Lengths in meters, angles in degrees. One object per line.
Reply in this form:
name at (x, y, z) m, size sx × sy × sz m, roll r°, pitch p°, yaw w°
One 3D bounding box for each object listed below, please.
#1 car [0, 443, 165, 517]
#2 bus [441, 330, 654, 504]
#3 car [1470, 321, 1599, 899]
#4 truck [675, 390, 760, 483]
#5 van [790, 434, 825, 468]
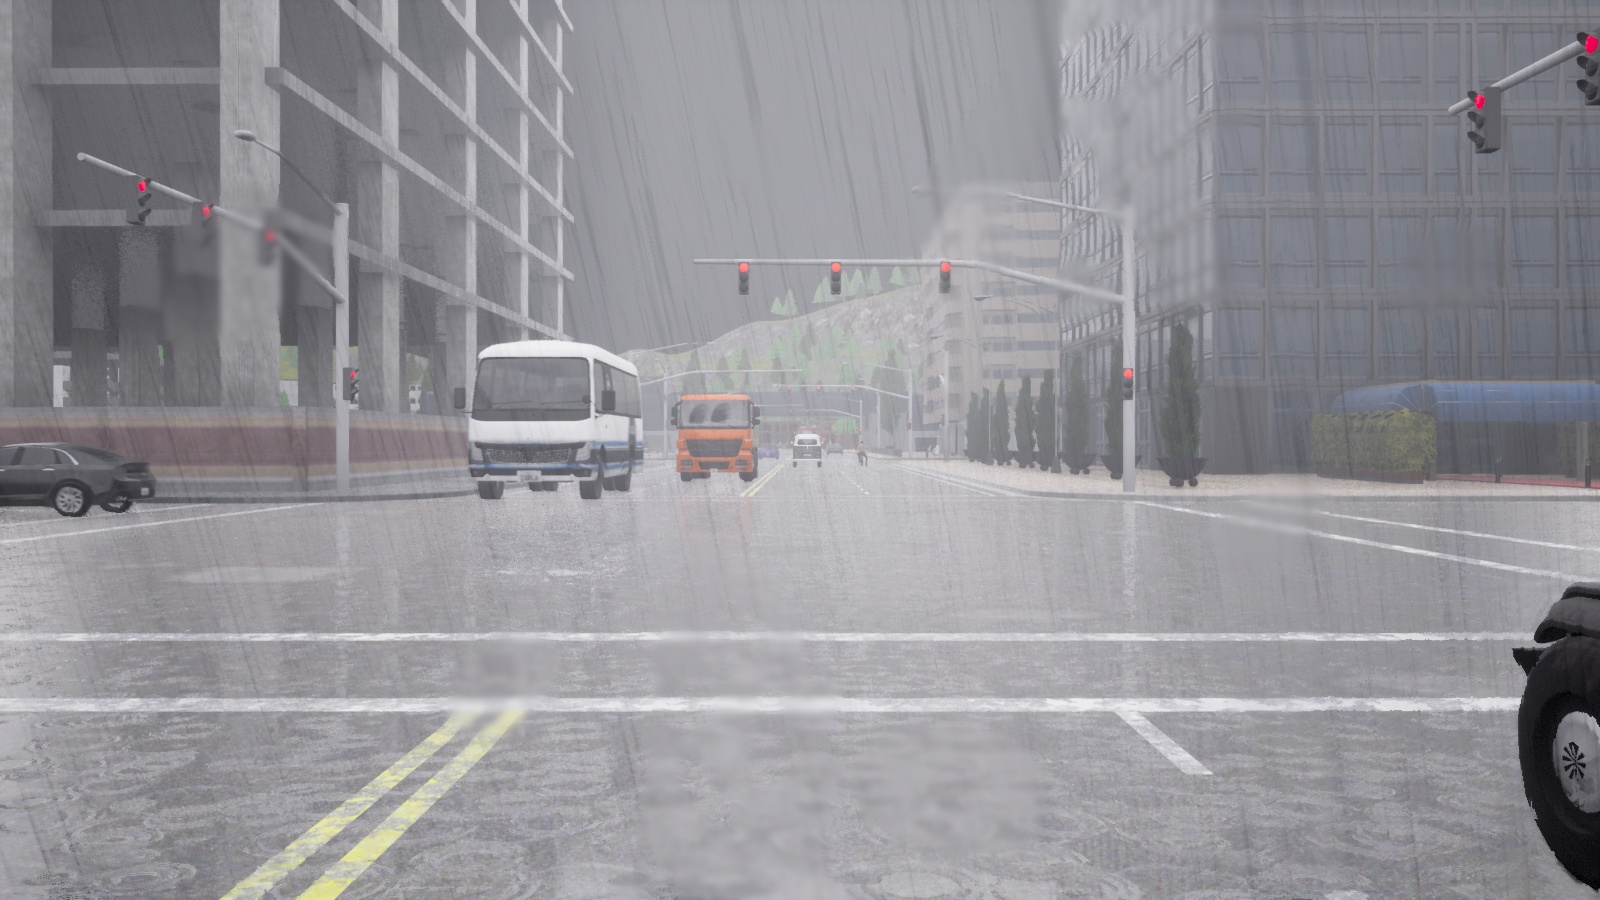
car at (-16.105, 0.591, 26.078) m, size 4.892 × 1.490 × 1.837 m, roll 0°, pitch 0°, yaw 0°
bus at (-6.783, -0.838, 35.860) m, size 3.944 × 4.253 × 10.273 m, roll 0°, pitch 0°, yaw 0°
car at (3.532, 0.529, 2.910) m, size 1.905 × 1.878 × 3.866 m, roll 0°, pitch 0°, yaw 0°
truck at (-3.198, -0.525, 50.888) m, size 2.891 × 3.462 × 7.936 m, roll 0°, pitch 0°, yaw 0°
van at (0.452, 0.032, 77.677) m, size 2.069 × 2.038 × 4.480 m, roll 0°, pitch 0°, yaw 0°
